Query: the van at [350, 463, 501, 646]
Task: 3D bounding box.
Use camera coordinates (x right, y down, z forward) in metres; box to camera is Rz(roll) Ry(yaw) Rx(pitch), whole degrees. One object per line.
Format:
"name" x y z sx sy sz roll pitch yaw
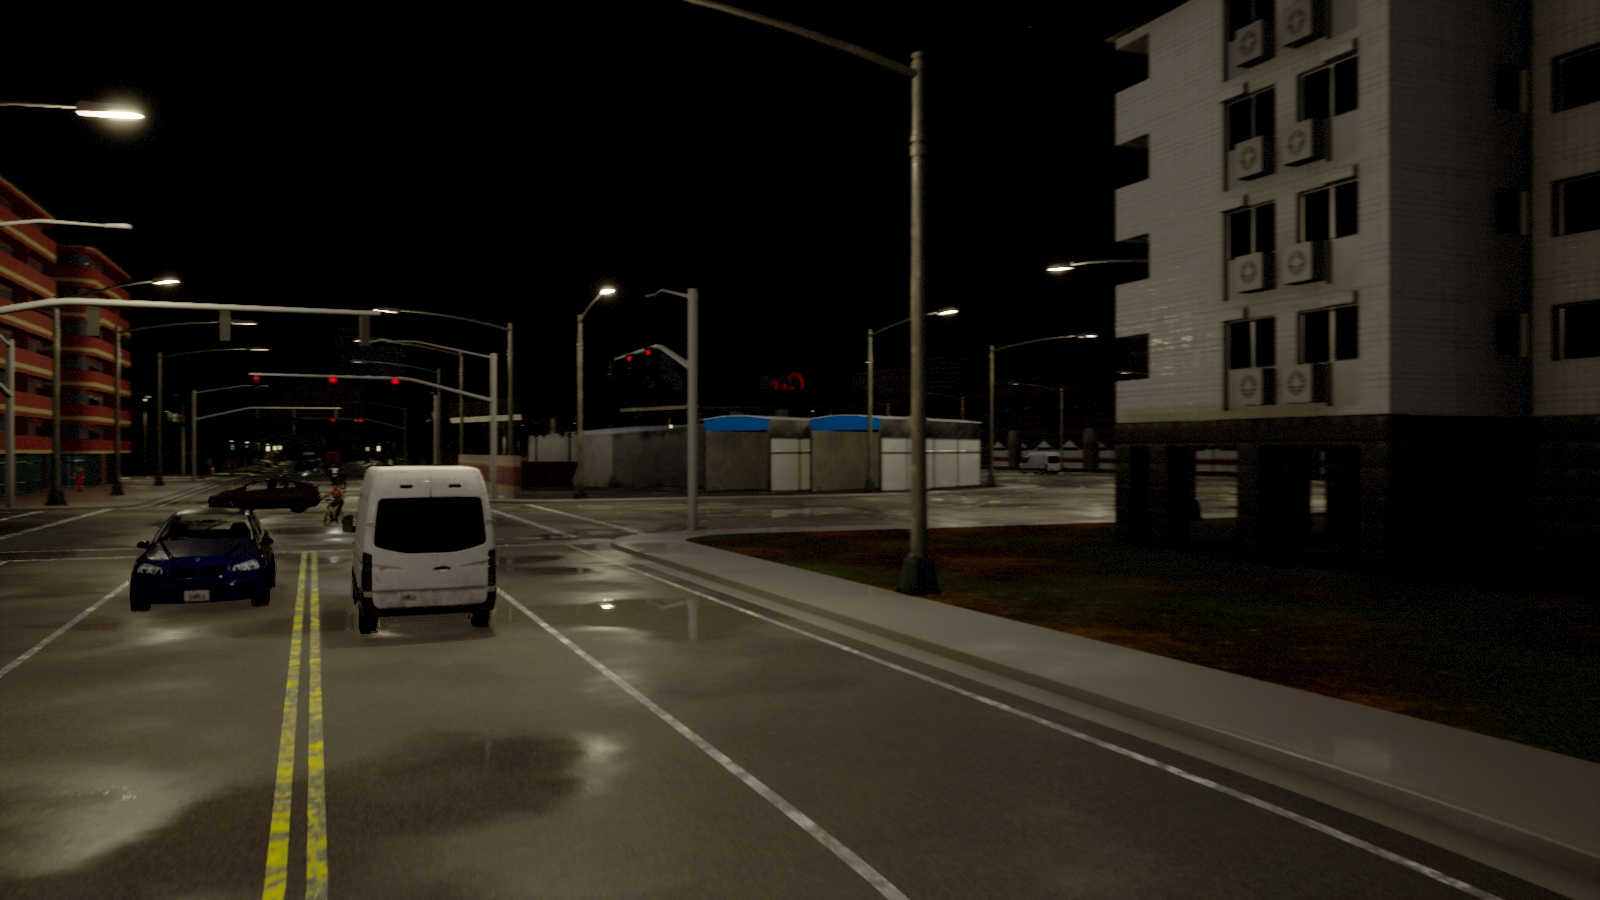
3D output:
"van" -6.577 1.542 19.602 1.988 2.561 5.915 0 0 -23

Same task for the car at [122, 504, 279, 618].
"car" -11.193 1.979 21.660 2.242 1.667 4.611 0 0 -23
